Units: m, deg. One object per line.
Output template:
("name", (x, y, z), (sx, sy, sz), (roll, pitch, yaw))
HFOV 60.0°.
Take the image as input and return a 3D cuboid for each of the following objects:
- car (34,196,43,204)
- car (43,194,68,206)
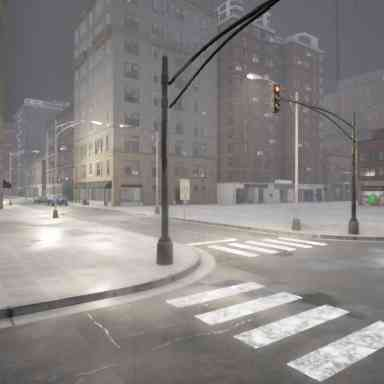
("car", (-25.417, 1.287, 56.319), (1.994, 1.385, 4.181), (0, 0, -36))
("car", (-19.624, 1.119, 48.205), (2.097, 1.767, 4.553), (0, 0, -36))
